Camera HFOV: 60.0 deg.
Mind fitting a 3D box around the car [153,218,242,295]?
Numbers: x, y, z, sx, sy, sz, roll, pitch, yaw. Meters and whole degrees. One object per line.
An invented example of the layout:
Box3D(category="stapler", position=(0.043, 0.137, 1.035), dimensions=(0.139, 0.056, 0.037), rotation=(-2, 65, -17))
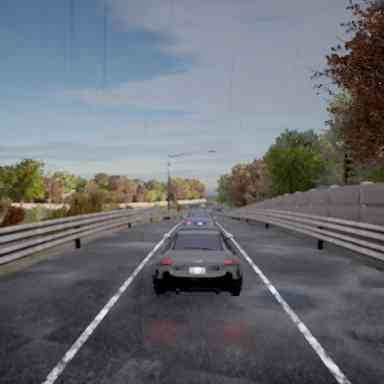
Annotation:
Box3D(category="car", position=(0.163, 1.597, 8.821), dimensions=(1.994, 1.385, 4.181), rotation=(0, -1, 1))

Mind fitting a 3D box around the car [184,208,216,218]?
Box3D(category="car", position=(0.476, 1.821, 20.306), dimensions=(2.033, 1.411, 5.357), rotation=(0, -2, 1))

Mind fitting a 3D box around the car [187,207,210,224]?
Box3D(category="car", position=(0.728, 2.334, 33.364), dimensions=(2.128, 1.511, 4.902), rotation=(0, -3, 2))

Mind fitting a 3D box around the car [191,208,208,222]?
Box3D(category="car", position=(1.001, 2.709, 39.685), dimensions=(1.882, 1.535, 5.008), rotation=(0, -4, 3))
